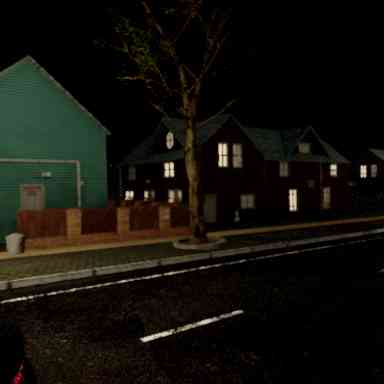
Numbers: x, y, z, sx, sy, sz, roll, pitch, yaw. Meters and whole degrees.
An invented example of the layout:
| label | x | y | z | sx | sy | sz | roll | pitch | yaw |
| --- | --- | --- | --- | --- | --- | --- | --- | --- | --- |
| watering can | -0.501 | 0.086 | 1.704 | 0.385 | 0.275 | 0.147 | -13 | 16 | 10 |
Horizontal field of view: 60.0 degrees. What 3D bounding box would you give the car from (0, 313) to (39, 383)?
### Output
| label | x | y | z | sx | sy | sz | roll | pitch | yaw |
| --- | --- | --- | --- | --- | --- | --- | --- | --- | --- |
| car | -3.291 | 1.498 | 1.338 | 4.902 | 1.511 | 2.128 | 0 | 0 | -36 |
